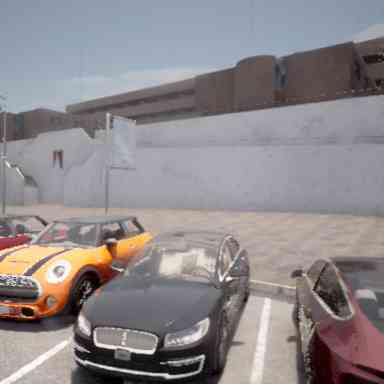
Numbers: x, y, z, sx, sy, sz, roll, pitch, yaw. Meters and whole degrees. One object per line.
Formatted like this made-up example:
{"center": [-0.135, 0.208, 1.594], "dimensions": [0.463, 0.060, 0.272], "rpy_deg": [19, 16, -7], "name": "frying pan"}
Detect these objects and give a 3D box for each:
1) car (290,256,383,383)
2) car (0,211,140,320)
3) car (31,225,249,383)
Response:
{"center": [2.356, 1.516, 4.150], "dimensions": [2.163, 1.488, 4.792], "rpy_deg": [0, -1, 16], "name": "car"}
{"center": [-2.520, 1.367, 7.637], "dimensions": [2.185, 1.767, 4.553], "rpy_deg": [0, -1, 15], "name": "car"}
{"center": [-0.084, 1.490, 5.868], "dimensions": [2.231, 1.521, 4.892], "rpy_deg": [0, -1, 15], "name": "car"}
